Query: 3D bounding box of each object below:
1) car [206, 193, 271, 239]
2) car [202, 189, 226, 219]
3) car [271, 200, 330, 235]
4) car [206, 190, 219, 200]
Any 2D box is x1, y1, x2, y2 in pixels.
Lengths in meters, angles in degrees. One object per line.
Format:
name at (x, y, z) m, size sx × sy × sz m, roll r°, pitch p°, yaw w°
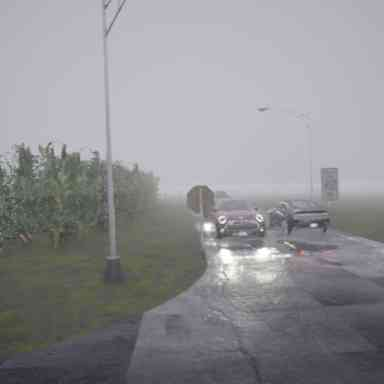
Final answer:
car at (2.017, 1.101, 15.895) m, size 2.097 × 1.767 × 4.553 m, roll -2°, pitch 1°, yaw -1°
car at (1.743, 0.836, 25.646) m, size 2.150 × 2.045 × 5.566 m, roll -2°, pitch 1°, yaw -1°
car at (4.960, 1.123, 16.187) m, size 2.128 × 1.511 × 4.902 m, roll -2°, pitch 1°, yaw -2°
car at (3.652, 0.526, 60.297) m, size 1.837 × 1.490 × 4.892 m, roll -2°, pitch 1°, yaw -2°
